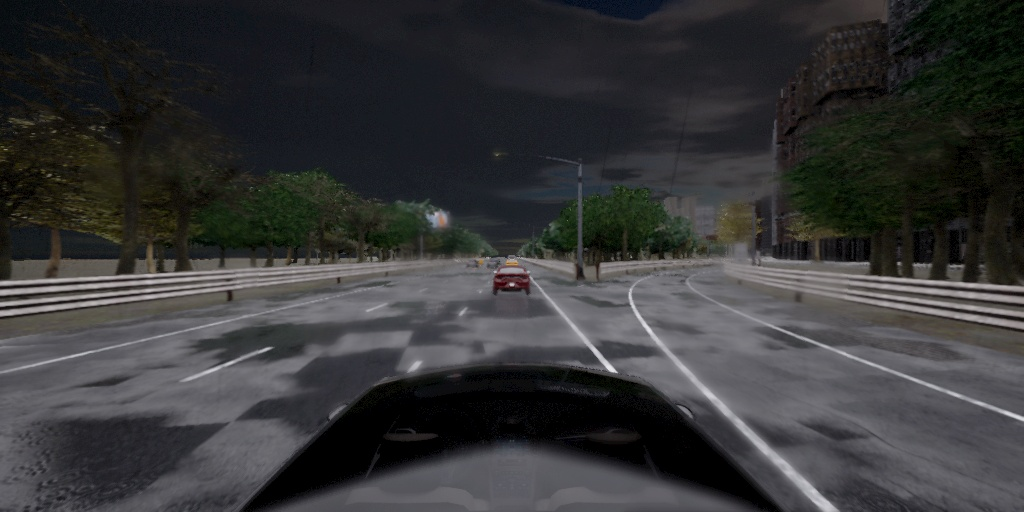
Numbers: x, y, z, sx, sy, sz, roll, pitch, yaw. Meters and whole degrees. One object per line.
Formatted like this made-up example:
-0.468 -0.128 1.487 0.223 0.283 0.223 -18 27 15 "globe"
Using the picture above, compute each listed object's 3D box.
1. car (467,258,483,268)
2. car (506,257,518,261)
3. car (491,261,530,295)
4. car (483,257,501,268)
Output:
-7.018 1.358 64.961 2.128 1.511 4.902 0 0 0 "car"
-0.016 1.312 56.102 1.882 1.535 5.008 0 0 0 "car"
-0.004 1.240 20.005 1.882 1.535 5.008 0 0 0 "car"
-3.518 1.358 64.961 2.128 1.511 4.902 0 0 0 "car"
